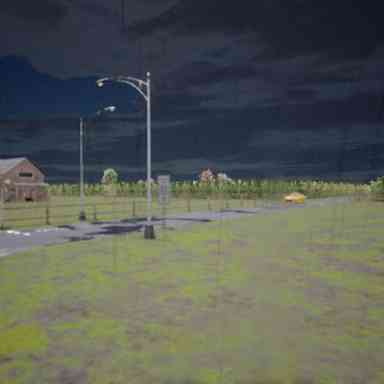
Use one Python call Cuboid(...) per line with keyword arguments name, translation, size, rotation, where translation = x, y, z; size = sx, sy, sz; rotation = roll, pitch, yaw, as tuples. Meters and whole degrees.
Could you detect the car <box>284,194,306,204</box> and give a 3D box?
Cuboid(name="car", translation=(15.255, 0.968, 49.208), size=(1.882, 1.535, 5.008), rotation=(0, 1, 37))
